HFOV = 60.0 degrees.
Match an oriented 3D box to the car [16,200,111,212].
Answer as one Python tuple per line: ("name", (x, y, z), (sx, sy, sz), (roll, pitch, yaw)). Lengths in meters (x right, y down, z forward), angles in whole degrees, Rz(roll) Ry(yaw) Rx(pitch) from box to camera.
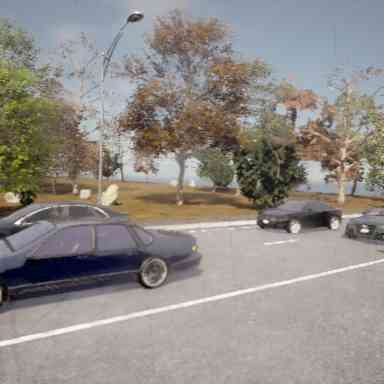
("car", (-4.119, 1.024, 9.753), (4.892, 1.490, 1.837), (1, 2, -34))

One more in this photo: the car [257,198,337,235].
("car", (5.340, 1.081, 16.277), (5.008, 1.535, 1.882), (1, 2, -35))

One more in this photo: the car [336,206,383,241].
("car", (8.393, 1.337, 14.156), (4.181, 1.385, 1.994), (0, 2, -35))

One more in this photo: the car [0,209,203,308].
("car", (-2.332, 1.227, 6.726), (5.357, 1.411, 2.033), (1, 2, -34))
